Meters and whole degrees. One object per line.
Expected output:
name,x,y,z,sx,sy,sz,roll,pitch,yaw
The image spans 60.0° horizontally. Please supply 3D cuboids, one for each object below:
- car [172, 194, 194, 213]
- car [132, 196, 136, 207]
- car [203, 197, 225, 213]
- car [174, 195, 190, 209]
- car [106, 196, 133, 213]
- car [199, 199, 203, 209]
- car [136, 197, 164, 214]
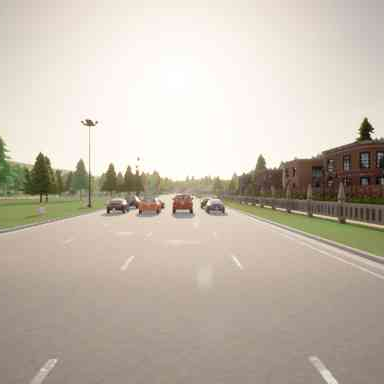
car,-1.017,1.229,36.618,2.150,2.045,5.566,0,0,-1
car,-8.354,1.362,46.533,2.097,1.767,4.553,0,0,-1
car,2.493,1.533,36.395,1.812,1.442,4.674,0,0,-1
car,-1.368,1.362,47.160,2.097,1.767,4.553,0,0,-1
car,-8.010,1.513,36.288,1.837,1.490,4.892,0,0,-1
car,2.150,1.515,46.379,1.837,1.490,4.892,0,0,-1
car,-4.505,1.360,36.224,2.097,1.767,4.553,0,0,-1
